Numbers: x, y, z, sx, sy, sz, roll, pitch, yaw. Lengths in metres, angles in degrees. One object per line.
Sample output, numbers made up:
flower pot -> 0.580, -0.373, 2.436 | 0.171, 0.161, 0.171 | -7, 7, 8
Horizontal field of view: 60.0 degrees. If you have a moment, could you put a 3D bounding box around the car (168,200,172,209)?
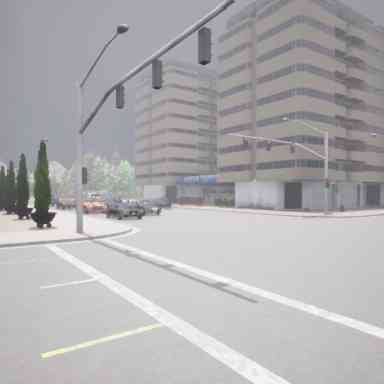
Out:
car -> -4.610, 1.491, 45.274 | 2.128, 1.511, 4.902 | 0, 0, -35

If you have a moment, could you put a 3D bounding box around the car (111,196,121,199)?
car -> -10.078, 1.505, 40.532 | 1.837, 1.490, 4.892 | 0, 0, -35

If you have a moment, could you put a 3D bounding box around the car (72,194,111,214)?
car -> -10.767, 1.352, 35.386 | 2.097, 1.767, 4.553 | 0, 0, -35

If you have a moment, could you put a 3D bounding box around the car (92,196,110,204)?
car -> -17.472, 1.505, 63.783 | 1.837, 1.490, 4.892 | 0, 0, -34

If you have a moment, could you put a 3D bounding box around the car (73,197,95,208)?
car -> -15.964, 1.505, 49.028 | 1.837, 1.490, 4.892 | 0, 0, -34

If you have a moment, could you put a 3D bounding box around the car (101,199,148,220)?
car -> -5.811, 1.564, 28.252 | 1.994, 1.385, 4.181 | 0, 0, -35

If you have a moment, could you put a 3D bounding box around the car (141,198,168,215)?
car -> -4.834, 1.492, 32.975 | 2.128, 1.511, 4.902 | 0, 0, -35

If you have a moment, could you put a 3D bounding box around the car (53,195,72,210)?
car -> -16.405, 1.526, 43.520 | 1.812, 1.442, 4.674 | 0, 0, -35
